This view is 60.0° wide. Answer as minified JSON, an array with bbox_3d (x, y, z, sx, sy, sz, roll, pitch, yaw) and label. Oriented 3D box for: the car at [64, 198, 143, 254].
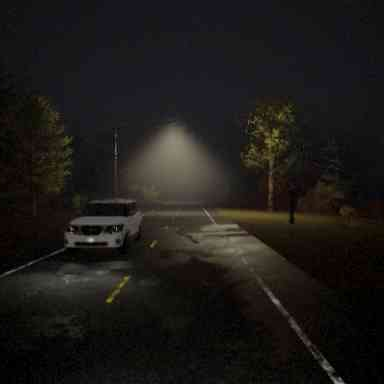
[{"bbox_3d":[-3.483,1.313,14.214,2.150,2.045,5.566,0,0,0],"label":"car"}]
